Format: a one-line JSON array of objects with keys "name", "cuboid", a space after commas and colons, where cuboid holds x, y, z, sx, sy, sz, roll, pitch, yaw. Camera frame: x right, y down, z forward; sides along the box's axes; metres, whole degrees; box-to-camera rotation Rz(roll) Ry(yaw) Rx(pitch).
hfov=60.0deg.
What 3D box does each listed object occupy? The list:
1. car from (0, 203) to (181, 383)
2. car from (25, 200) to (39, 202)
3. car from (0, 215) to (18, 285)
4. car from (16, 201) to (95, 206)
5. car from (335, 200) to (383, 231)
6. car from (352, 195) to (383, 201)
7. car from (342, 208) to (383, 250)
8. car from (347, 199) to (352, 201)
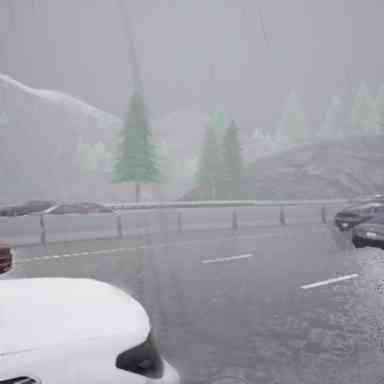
[{"name": "car", "cuboid": [-2.745, 1.220, 1.741, 5.566, 2.045, 2.150, 0, 0, -36]}, {"name": "car", "cuboid": [-13.591, 1.429, 28.474, 5.357, 1.411, 2.033, 0, 0, -33]}, {"name": "car", "cuboid": [-6.819, 1.455, 7.398, 5.008, 1.535, 1.882, -1, 0, -36]}, {"name": "car", "cuboid": [-7.726, 1.439, 19.740, 4.674, 1.442, 1.812, 0, 0, -33]}, {"name": "car", "cuboid": [9.754, 1.383, 17.728, 4.892, 1.490, 1.837, 0, 0, -29]}, {"name": "car", "cuboid": [23.909, 1.208, 43.443, 4.892, 1.490, 1.837, 0, 0, -20]}, {"name": "car", "cuboid": [8.115, 1.473, 12.818, 4.181, 1.385, 1.994, 0, 0, -30]}, {"name": "car", "cuboid": [24.083, 1.245, 47.228, 4.181, 1.385, 1.994, 0, 0, -20]}]
